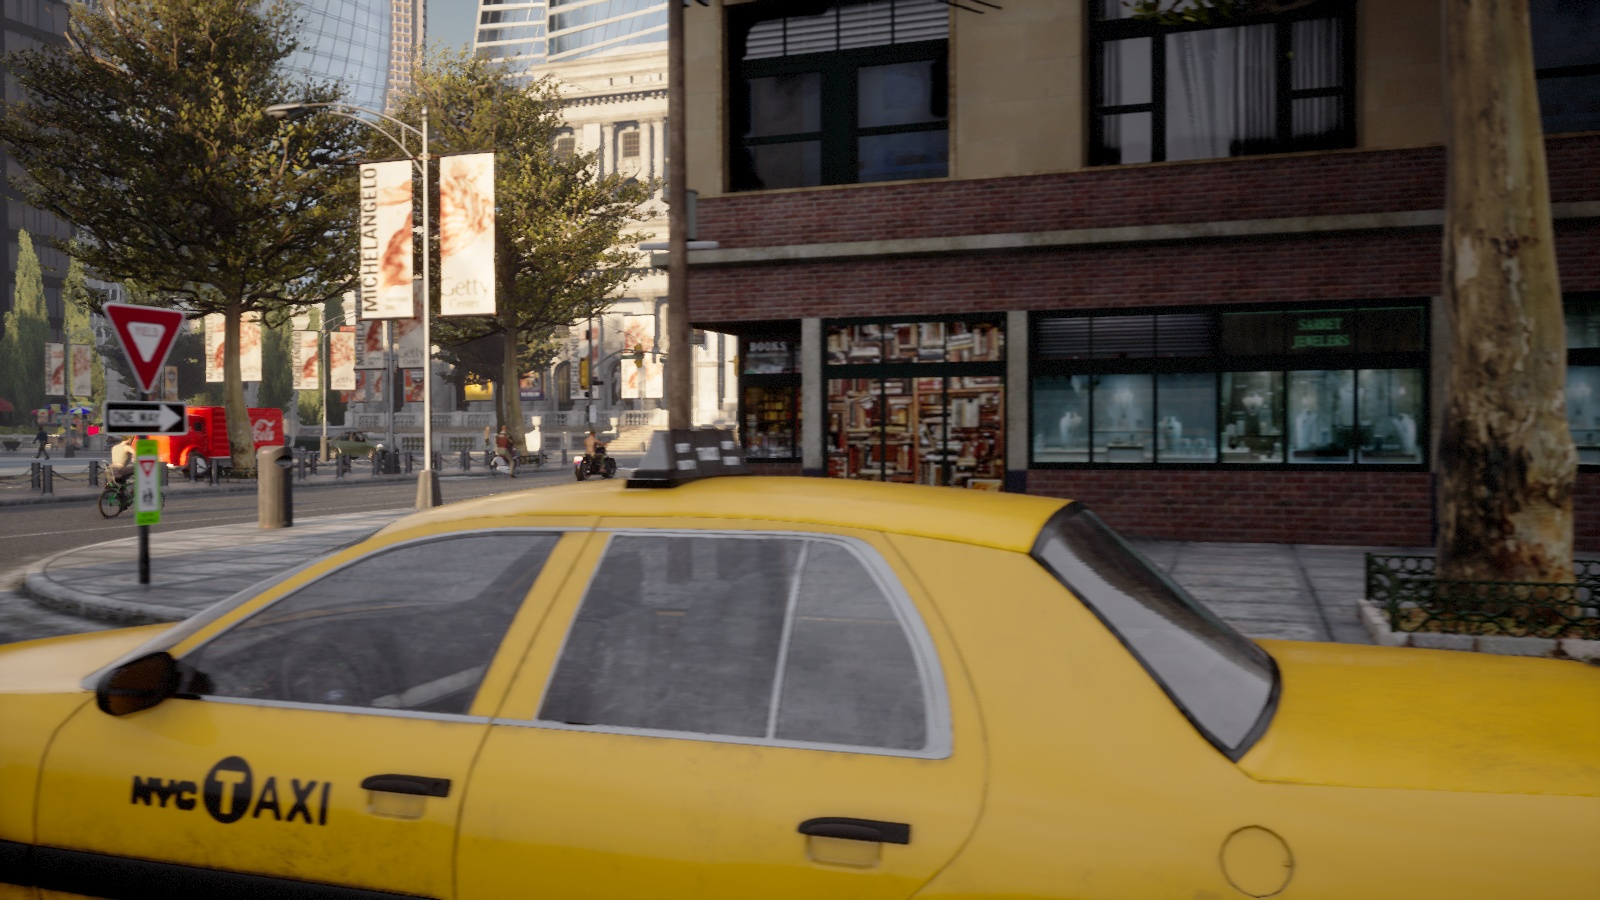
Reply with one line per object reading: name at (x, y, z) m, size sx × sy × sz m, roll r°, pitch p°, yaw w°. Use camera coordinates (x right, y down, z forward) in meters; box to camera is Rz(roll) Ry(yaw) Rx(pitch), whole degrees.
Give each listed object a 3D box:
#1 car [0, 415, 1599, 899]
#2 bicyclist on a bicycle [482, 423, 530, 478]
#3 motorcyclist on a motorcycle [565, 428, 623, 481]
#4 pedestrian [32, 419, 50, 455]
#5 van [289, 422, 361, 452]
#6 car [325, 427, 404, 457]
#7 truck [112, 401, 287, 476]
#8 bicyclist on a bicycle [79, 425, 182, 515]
car at (-0.455, 0.710, 3.345) m, size 5.366 × 1.575 × 1.801 m, roll 0°, pitch 1°, yaw 19°
bicyclist on a bicycle at (-9.732, 0.004, 41.639) m, size 0.659 × 1.776 × 1.843 m, roll 1°, pitch 1°, yaw 20°
motorcyclist on a motorcycle at (-6.545, 0.119, 40.099) m, size 0.766 × 1.649 × 2.350 m, roll 1°, pitch 1°, yaw 20°
pedestrian at (-39.481, -0.685, 65.327) m, size 0.726 × 1.835 × 0.370 m, roll 0°, pitch 1°, yaw 8°
van at (-31.875, -0.864, 84.299) m, size 4.442 × 1.987 × 1.775 m, roll 1°, pitch 1°, yaw 20°
car at (-24.378, -0.472, 70.298) m, size 3.988 × 1.617 × 1.851 m, roll 1°, pitch 1°, yaw 23°
truck at (-20.985, -0.432, 44.157) m, size 2.627 × 2.467 × 5.204 m, roll 1°, pitch 1°, yaw 20°
bicyclist on a bicycle at (-12.438, 0.351, 23.377) m, size 0.866 × 1.612 × 1.509 m, roll 0°, pitch 1°, yaw 19°
